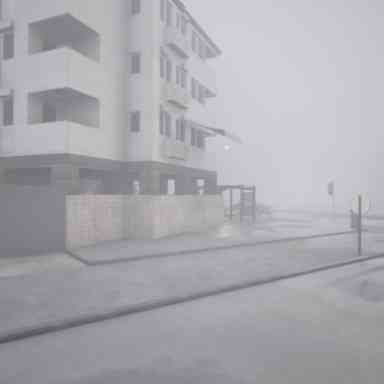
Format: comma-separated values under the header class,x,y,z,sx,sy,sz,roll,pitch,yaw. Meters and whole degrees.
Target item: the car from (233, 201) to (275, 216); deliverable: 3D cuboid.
class,x,y,z,sx,sy,sz,roll,pitch,yaw
car,6.412,1.651,34.612,2.128,1.511,4.902,0,0,-36
